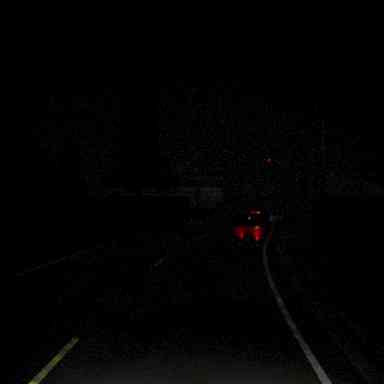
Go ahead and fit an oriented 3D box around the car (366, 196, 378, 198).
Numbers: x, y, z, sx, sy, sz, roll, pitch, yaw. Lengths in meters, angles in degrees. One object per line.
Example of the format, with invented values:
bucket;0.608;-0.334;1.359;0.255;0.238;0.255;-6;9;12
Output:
car;42.415;1.892;79.707;4.605;1.855;1.932;0;-1;16

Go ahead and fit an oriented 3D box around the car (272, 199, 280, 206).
car;18.189;2.223;72.263;2.033;1.411;5.357;0;-1;16

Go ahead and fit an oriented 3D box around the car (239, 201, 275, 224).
car;5.177;1.764;27.147;2.128;1.511;4.902;0;-1;21
